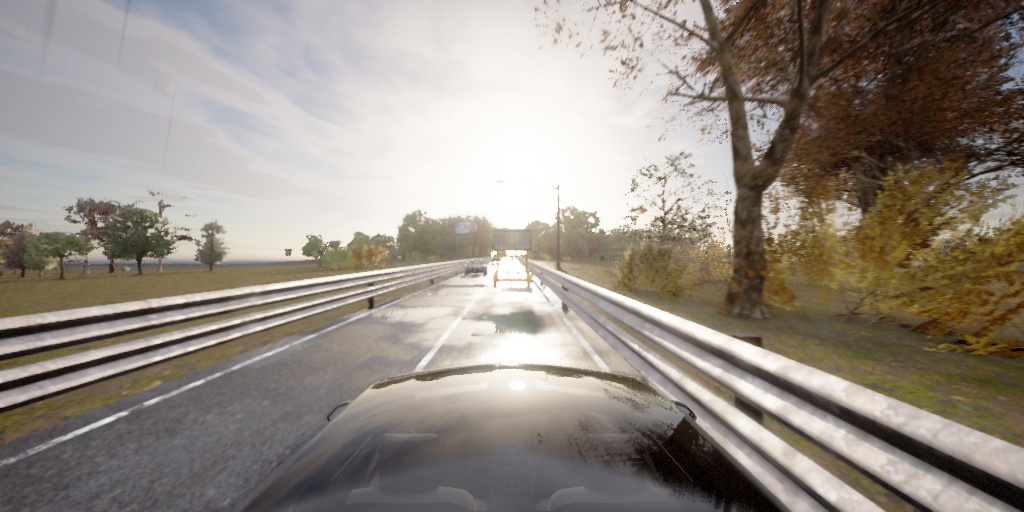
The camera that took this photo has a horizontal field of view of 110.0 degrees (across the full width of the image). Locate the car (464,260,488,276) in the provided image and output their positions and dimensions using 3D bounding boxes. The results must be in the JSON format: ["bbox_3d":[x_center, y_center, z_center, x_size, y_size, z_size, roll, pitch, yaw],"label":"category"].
[{"bbox_3d":[-3.334,1.115,34.223,1.994,1.385,4.181,0,0,0],"label":"car"}]

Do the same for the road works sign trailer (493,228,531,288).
[{"bbox_3d":[0.009,0.089,22.268,2.380,3.560,2.880,0,0,0],"label":"road works sign trailer"}]
